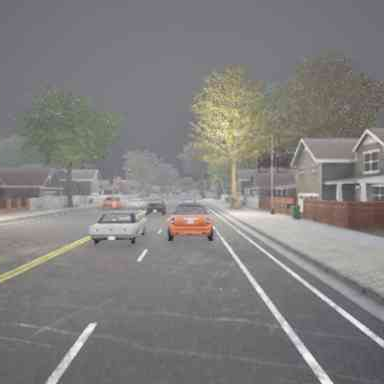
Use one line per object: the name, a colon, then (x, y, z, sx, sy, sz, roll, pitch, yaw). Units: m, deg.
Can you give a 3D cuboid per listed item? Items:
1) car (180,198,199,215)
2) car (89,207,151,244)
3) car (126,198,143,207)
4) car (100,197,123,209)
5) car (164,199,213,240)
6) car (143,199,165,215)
car: (-0.292, 1.488, 35.333, 1.882, 1.535, 5.008, 0, 0, -1)
car: (-3.321, 1.603, 15.859, 1.895, 1.301, 4.718, 0, 0, -1)
car: (-7.024, 1.546, 42.000, 1.812, 1.442, 4.674, 0, 0, 0)
car: (-10.274, 1.375, 42.595, 2.097, 1.767, 4.553, 0, 0, 0)
car: (-0.084, 1.353, 17.010, 2.097, 1.767, 4.553, 0, 0, -1)
car: (-3.524, 1.516, 33.766, 1.837, 1.490, 4.892, 0, 0, -1)
